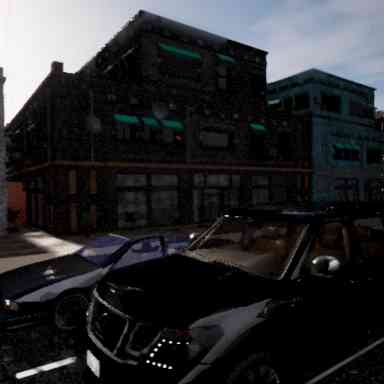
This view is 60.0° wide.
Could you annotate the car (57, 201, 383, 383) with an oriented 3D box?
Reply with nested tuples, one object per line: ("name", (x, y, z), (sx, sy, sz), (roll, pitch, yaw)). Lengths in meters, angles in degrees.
("car", (1.344, 1.188, 4.646), (5.566, 2.045, 2.150), (-1, 0, -36))

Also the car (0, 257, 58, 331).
("car", (-1.053, 1.519, 6.929), (5.357, 1.411, 2.033), (-1, 0, -36))
